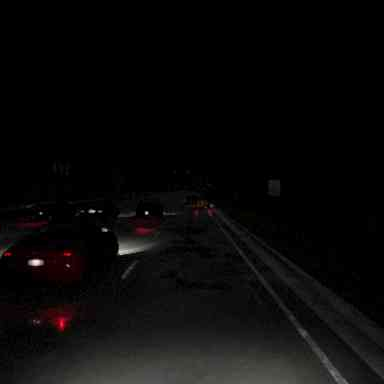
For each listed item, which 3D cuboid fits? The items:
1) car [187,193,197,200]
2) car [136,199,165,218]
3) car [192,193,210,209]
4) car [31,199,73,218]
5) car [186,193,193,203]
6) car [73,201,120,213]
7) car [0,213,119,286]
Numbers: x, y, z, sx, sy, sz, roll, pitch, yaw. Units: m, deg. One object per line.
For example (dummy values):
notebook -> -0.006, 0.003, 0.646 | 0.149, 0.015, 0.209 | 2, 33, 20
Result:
car -> 0.001, 0.958, 72.766 | 1.994, 1.385, 4.181 | 0, 0, 0
car -> -3.402, 1.310, 27.399 | 1.837, 1.490, 4.892 | 0, 0, 0
car -> 1.225, 1.170, 40.349 | 1.801, 1.575, 5.366 | 0, 0, 0
car -> -10.401, 1.298, 25.389 | 1.882, 1.535, 5.008 | 0, 0, 0
car -> 0.001, 1.087, 57.084 | 2.128, 1.511, 4.902 | 0, 0, 0
car -> -6.900, 1.368, 25.255 | 2.033, 1.411, 5.357 | 0, 0, 0
car -> -3.400, 1.498, 9.260 | 1.994, 1.385, 4.181 | 0, 0, 0
